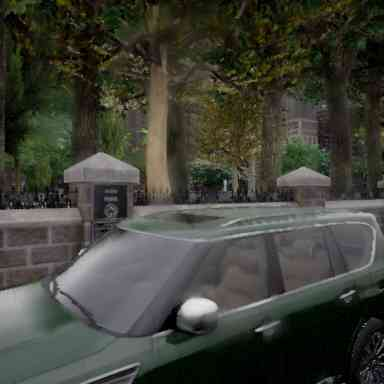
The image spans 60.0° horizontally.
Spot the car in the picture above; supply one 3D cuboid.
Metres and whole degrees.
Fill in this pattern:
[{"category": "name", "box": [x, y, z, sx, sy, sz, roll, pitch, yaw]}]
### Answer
[{"category": "car", "box": [0.063, 1.221, 3.428, 5.566, 2.045, 2.150, 0, 0, -36]}]
